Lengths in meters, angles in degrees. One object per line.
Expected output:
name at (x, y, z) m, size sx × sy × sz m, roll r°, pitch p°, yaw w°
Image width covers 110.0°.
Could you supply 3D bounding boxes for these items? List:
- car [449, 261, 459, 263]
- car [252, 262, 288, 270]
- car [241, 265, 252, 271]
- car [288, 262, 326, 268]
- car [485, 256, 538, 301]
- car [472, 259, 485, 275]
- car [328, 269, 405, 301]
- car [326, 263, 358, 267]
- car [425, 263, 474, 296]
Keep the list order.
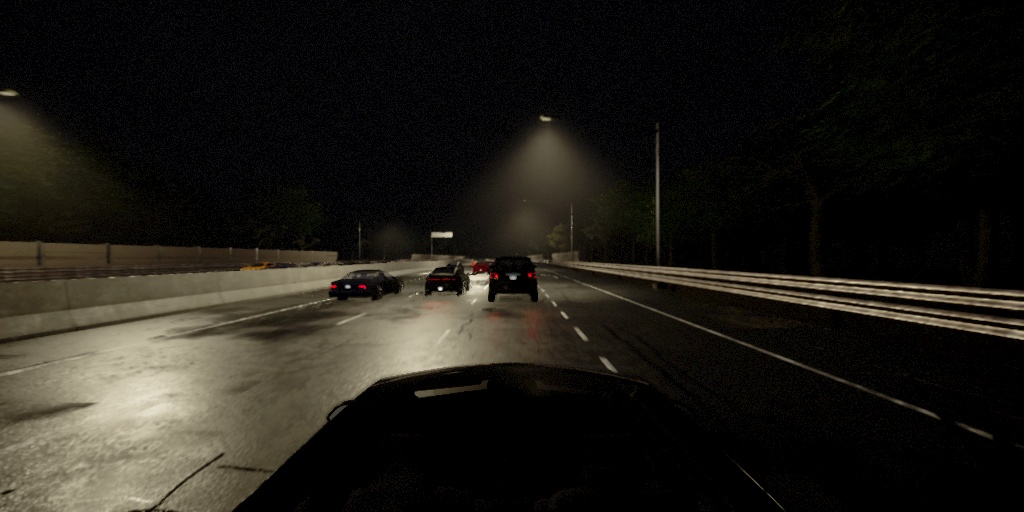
car at (-6.908, 1.402, 43.688) m, size 2.128 × 1.511 × 4.902 m, roll 0°, pitch 0°, yaw 0°
car at (-24.487, 1.492, 38.202) m, size 2.033 × 1.411 × 5.357 m, roll 0°, pitch 0°, yaw 1°
car at (-27.968, 1.441, 40.235) m, size 1.882 × 1.535 × 5.008 m, roll 0°, pitch 0°, yaw 1°
car at (-20.991, 1.425, 38.194) m, size 2.128 × 1.511 × 4.902 m, roll 0°, pitch 0°, yaw 0°
car at (0.055, 1.015, 17.695) m, size 2.150 × 2.045 × 5.566 m, roll 0°, pitch 0°, yaw 0°
car at (-3.410, 1.369, 41.658) m, size 1.882 × 1.535 × 5.008 m, roll 0°, pitch 0°, yaw 0°
car at (-6.947, 1.363, 17.685) m, size 2.033 × 1.411 × 5.357 m, roll 0°, pitch 0°, yaw 0°
car at (-17.493, 1.448, 38.209) m, size 1.812 × 1.442 × 4.674 m, roll 0°, pitch 0°, yaw 0°
car at (-3.441, 1.318, 19.671) m, size 1.837 × 1.490 × 4.892 m, roll 0°, pitch 0°, yaw 0°
